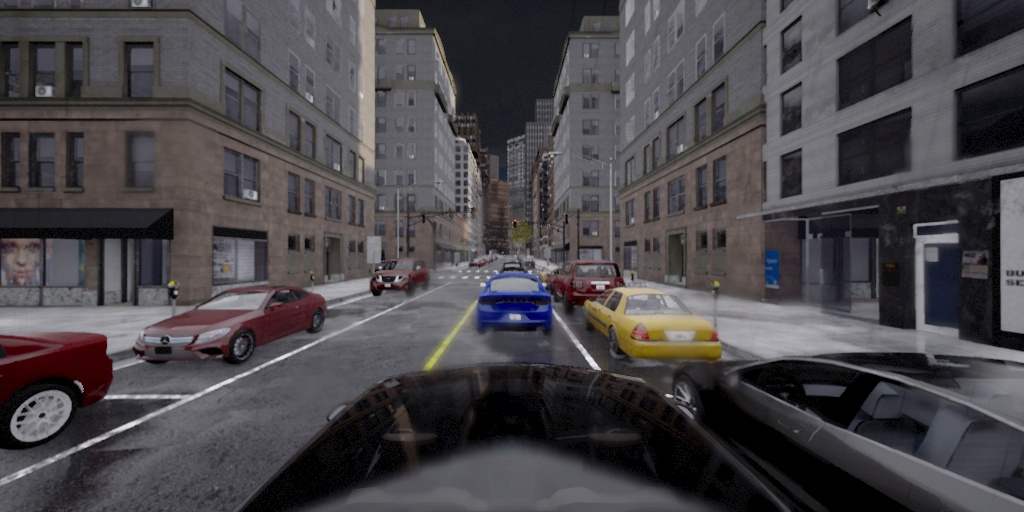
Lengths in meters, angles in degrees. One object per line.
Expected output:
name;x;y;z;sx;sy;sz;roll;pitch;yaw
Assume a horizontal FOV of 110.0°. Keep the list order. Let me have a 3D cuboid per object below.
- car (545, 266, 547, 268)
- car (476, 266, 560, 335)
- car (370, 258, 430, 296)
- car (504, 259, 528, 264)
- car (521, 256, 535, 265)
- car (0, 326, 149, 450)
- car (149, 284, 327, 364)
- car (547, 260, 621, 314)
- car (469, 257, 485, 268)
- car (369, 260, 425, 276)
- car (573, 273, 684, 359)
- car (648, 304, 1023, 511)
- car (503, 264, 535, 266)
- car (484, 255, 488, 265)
car;2.755;1.310;19.130;1.802;1.307;4.207;0;0;0
car;0.048;1.221;10.527;1.882;1.535;5.008;0;0;-1
car;-5.770;1.042;19.133;2.192;1.841;5.009;0;0;0
car;0.036;1.211;27.102;1.837;1.490;4.892;0;0;0
car;2.740;1.121;56.790;2.007;1.370;4.403;0;0;0
car;-5.763;1.295;2.475;1.888;1.381;4.507;0;0;0
car;-5.765;1.327;8.027;1.802;1.307;4.207;0;0;0
car;2.758;1.053;13.578;2.192;1.841;5.009;0;0;0
car;-5.786;1.116;56.793;1.888;1.381;4.507;0;0;0
car;-11.515;1.165;36.179;4.902;1.511;2.128;0;0;5
car;2.760;1.271;8.194;1.751;1.417;4.829;0;0;0
car;2.762;1.316;2.472;1.948;1.339;4.313;0;0;0
car;0.087;1.293;18.189;1.994;1.385;4.181;0;0;0
car;-5.788;0.978;62.218;1.967;1.591;4.097;0;0;0
